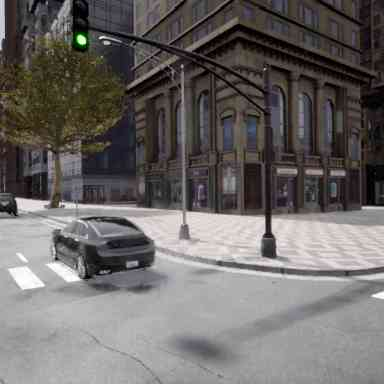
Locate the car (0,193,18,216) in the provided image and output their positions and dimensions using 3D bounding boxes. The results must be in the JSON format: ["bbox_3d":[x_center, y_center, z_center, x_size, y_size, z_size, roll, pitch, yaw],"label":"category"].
[{"bbox_3d":[-17.502,1.157,30.483,2.150,2.045,5.566,-1,1,-36],"label":"car"}]

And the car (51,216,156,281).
[{"bbox_3d":[-2.845,1.486,9.980,1.837,1.490,4.892,-1,1,-36],"label":"car"}]
